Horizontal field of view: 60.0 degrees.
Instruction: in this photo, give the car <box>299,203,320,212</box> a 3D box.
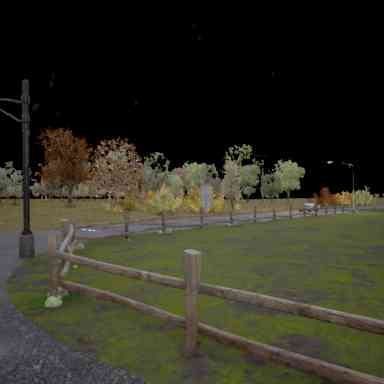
[{"bbox_3d":[18.813,2.449,53.015,2.033,1.411,5.357,-1,-2,40],"label":"car"}]
